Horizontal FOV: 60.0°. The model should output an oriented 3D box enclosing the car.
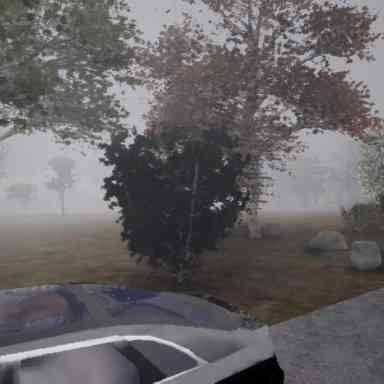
[{"bbox_3d":[-1.518,1.492,1.990,4.902,1.511,2.128,0,0,-36],"label":"car"}]
